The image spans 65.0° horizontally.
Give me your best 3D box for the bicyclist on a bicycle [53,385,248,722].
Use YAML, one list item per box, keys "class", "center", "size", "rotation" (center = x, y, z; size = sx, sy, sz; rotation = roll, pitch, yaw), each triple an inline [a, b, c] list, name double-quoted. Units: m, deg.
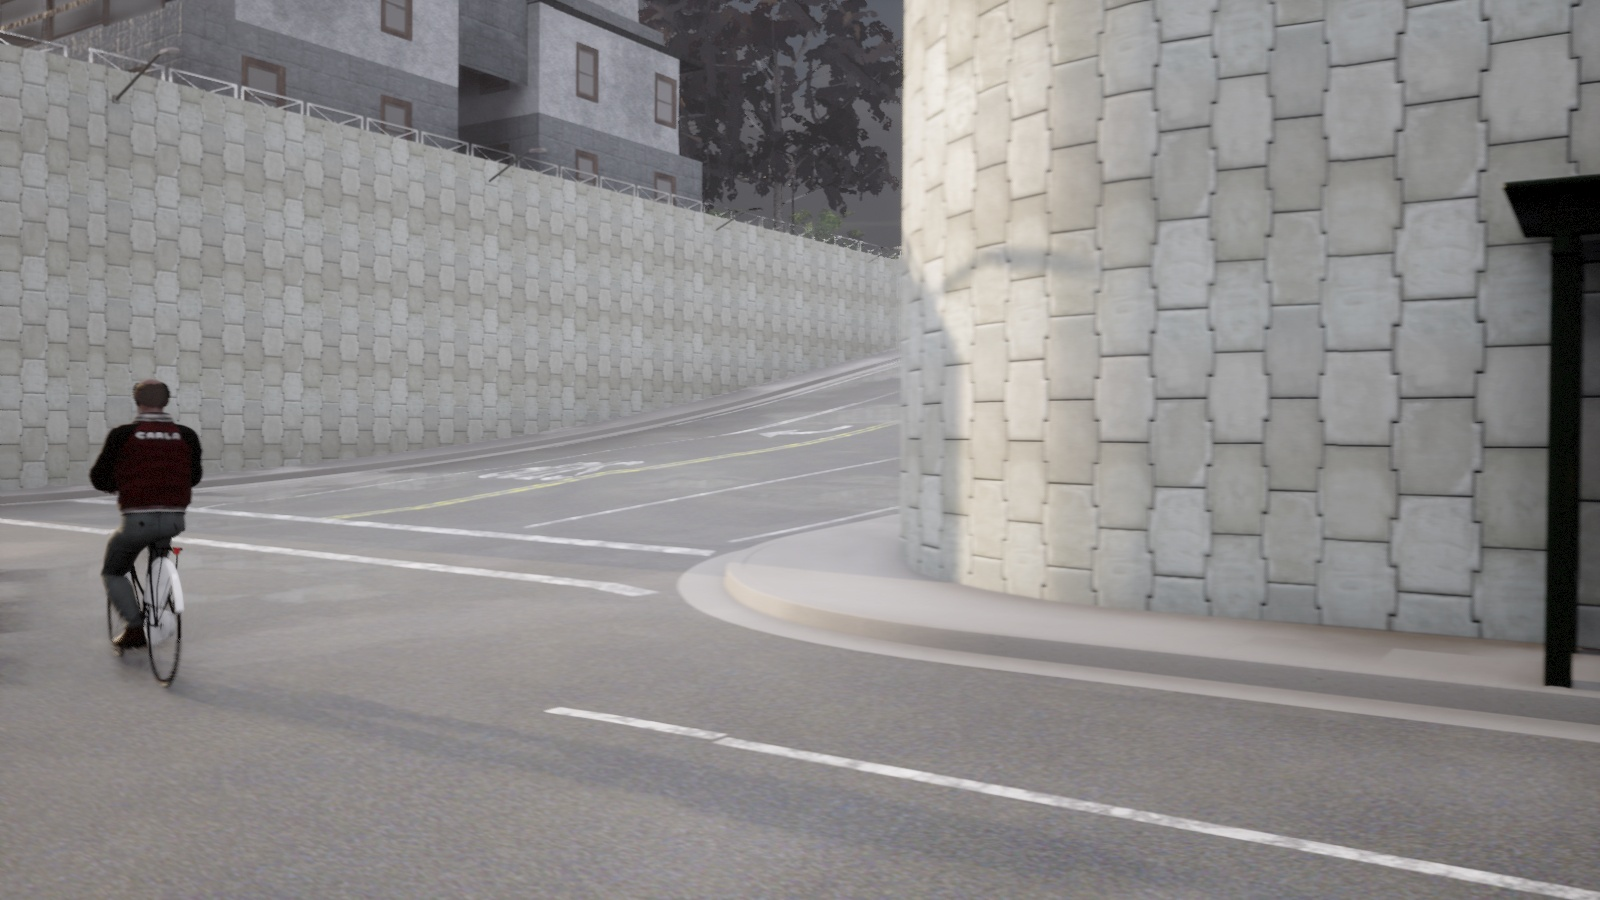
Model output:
- class: "bicyclist on a bicycle"
  center: [-3.932, 0.531, 7.527]
  size: [0.659, 1.776, 1.843]
  rotation: [0, 1, -40]
